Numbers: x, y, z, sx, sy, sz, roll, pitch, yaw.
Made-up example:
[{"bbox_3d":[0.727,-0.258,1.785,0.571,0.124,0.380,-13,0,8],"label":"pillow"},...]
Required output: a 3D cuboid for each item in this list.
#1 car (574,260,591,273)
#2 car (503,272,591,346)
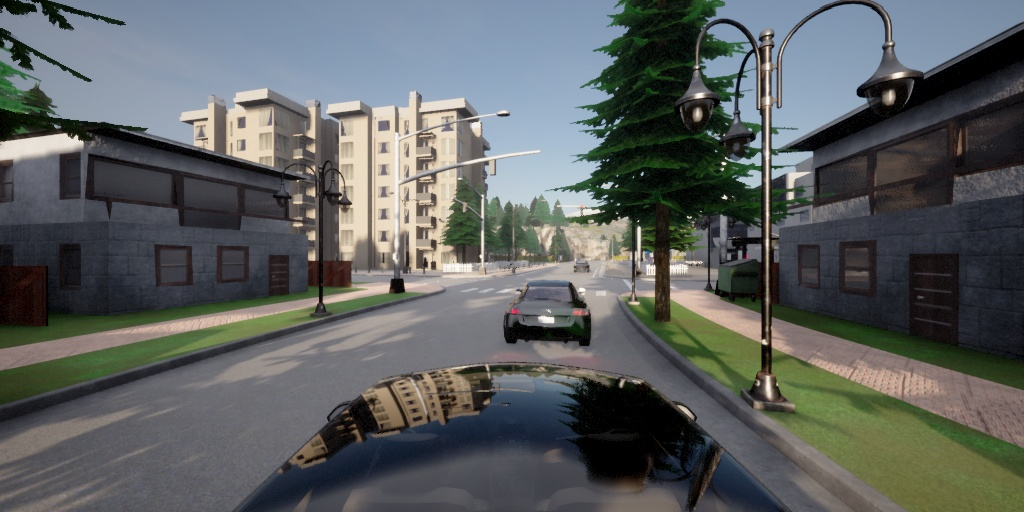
[{"bbox_3d":[8.793,1.276,44.998,2.128,1.511,4.902,0,0,14],"label":"car"},{"bbox_3d":[1.011,1.314,9.513,1.994,1.385,4.181,0,0,9],"label":"car"}]
